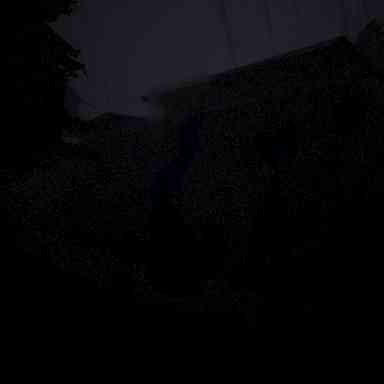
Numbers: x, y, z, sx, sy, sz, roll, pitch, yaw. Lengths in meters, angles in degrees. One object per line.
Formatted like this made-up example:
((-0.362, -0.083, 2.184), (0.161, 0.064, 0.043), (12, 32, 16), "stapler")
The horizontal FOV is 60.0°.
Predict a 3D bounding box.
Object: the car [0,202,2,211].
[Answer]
((-22.470, 1.374, 36.455), (2.128, 1.511, 4.902), (0, 0, -11), "car")
